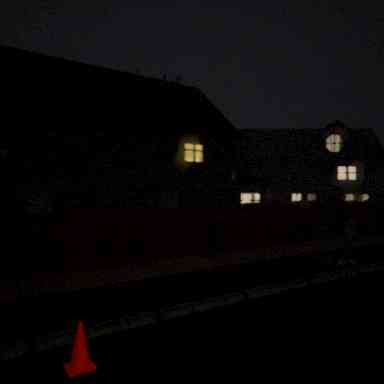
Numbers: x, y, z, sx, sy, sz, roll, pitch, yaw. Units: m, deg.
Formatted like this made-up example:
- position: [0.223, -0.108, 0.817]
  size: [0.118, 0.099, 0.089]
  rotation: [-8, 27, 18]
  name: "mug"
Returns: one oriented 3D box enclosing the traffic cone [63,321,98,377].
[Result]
- position: [-1.423, 1.945, 4.238]
  size: [0.340, 0.580, 0.340]
  rotation: [0, 0, -35]
  name: "traffic cone"
